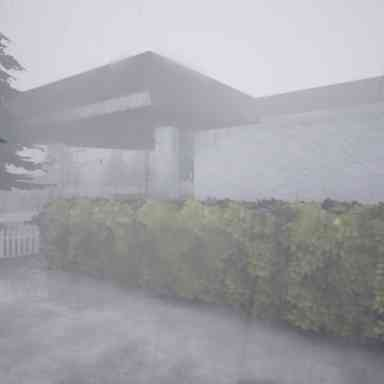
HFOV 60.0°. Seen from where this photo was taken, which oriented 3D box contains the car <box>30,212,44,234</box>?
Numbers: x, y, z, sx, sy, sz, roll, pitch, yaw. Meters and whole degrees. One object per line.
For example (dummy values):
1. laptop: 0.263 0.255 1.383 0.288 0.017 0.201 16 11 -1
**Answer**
1. car: -7.005 1.352 18.111 3.866 1.878 1.905 0 0 35
